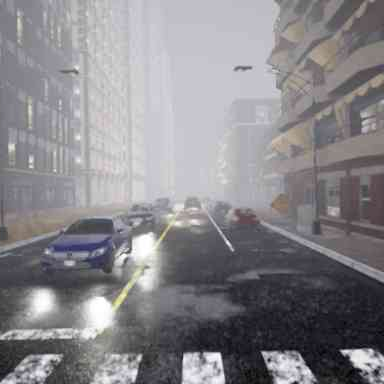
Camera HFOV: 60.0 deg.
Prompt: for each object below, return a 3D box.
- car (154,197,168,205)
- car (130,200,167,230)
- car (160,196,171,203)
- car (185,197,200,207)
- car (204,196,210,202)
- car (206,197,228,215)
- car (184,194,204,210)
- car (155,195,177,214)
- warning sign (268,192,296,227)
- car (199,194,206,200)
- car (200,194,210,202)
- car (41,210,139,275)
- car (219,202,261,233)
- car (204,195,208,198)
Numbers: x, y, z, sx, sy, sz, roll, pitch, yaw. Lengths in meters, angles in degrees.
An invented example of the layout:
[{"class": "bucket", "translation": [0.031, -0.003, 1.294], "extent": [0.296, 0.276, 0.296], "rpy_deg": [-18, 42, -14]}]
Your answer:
[{"class": "car", "translation": [-5.592, 1.585, 59.885], "extent": [2.008, 1.369, 4.403], "rpy_deg": [-1, 0, 0]}, {"class": "car", "translation": [-3.074, 1.495, 21.140], "extent": [2.128, 1.511, 4.902], "rpy_deg": [-1, 0, 0]}, {"class": "car", "translation": [-5.571, 1.577, 71.183], "extent": [1.887, 1.381, 4.507], "rpy_deg": [-1, 0, 0]}, {"class": "car", "translation": [0.081, 1.473, 51.316], "extent": [2.033, 1.411, 5.357], "rpy_deg": [-1, 0, 0]}, {"class": "car", "translation": [2.744, 1.431, 37.275], "extent": [2.008, 1.369, 4.403], "rpy_deg": [-1, 0, 0]}, {"class": "car", "translation": [2.733, 1.435, 31.627], "extent": [2.008, 1.369, 4.403], "rpy_deg": [-1, 0, 0]}, {"class": "car", "translation": [0.057, 1.283, 41.284], "extent": [2.097, 1.767, 4.553], "rpy_deg": [-1, 0, 0]}, {"class": "car", "translation": [-3.033, 1.347, 35.160], "extent": [2.097, 1.767, 4.553], "rpy_deg": [-1, 0, 0]}, {"class": "warning sign", "translation": [5.074, 0.962, 18.820], "extent": [1.300, 1.860, 1.060], "rpy_deg": [-1, 0, 0]}, {"class": "car", "translation": [2.851, 1.393, 93.930], "extent": [1.752, 1.417, 4.829], "rpy_deg": [-1, 0, 0]}, {"class": "car", "translation": [2.806, 1.309, 71.167], "extent": [1.967, 1.590, 4.097], "rpy_deg": [-1, 0, 0]}, {"class": "car", "translation": [-3.097, 1.538, 10.742], "extent": [1.812, 1.442, 4.674], "rpy_deg": [-1, 0, 0]}, {"class": "car", "translation": [2.759, 1.474, 18.710], "extent": [1.802, 1.307, 4.206], "rpy_deg": [-1, 0, 0]}, {"class": "car", "translation": [2.798, 1.451, 65.518], "extent": [1.802, 1.307, 4.206], "rpy_deg": [-1, 0, 0]}]
